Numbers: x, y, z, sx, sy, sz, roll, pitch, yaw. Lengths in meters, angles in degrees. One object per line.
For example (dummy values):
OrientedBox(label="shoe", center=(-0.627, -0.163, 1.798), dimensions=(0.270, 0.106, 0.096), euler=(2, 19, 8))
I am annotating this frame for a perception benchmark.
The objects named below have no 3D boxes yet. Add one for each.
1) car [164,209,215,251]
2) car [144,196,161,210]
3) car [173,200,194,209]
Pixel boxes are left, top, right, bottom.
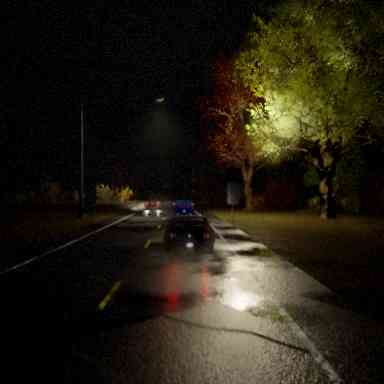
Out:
OrientedBox(label="car", center=(-0.126, 1.633, 14.284), dimensions=(1.895, 1.301, 4.718), euler=(0, 0, -1))
OrientedBox(label="car", center=(-5.309, 1.474, 45.318), dimensions=(2.097, 1.767, 4.553), euler=(0, 0, -4))
OrientedBox(label="car", center=(-0.812, 1.557, 32.403), dimensions=(1.882, 1.535, 5.008), euler=(0, 0, -3))
